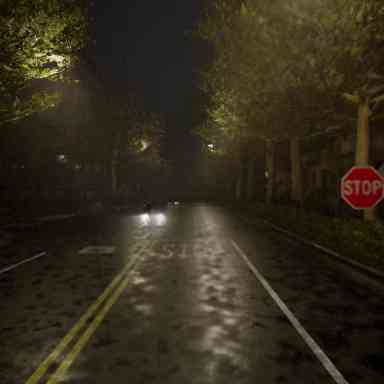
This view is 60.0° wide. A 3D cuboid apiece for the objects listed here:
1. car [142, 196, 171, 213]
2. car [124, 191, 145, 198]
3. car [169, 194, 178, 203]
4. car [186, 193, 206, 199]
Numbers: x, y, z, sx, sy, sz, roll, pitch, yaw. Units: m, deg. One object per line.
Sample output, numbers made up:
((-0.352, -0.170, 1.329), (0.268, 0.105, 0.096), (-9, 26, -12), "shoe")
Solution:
((-3.665, 1.397, 34.122), (1.895, 1.301, 4.718), (0, 1, 4), "car")
((-14.900, 0.673, 86.878), (5.566, 2.045, 2.150), (0, 0, 0), "car")
((-3.499, 1.152, 60.477), (1.837, 1.490, 4.892), (0, 3, 0), "car")
((1.052, 0.988, 86.791), (5.357, 1.411, 2.033), (0, 0, 0), "car")
